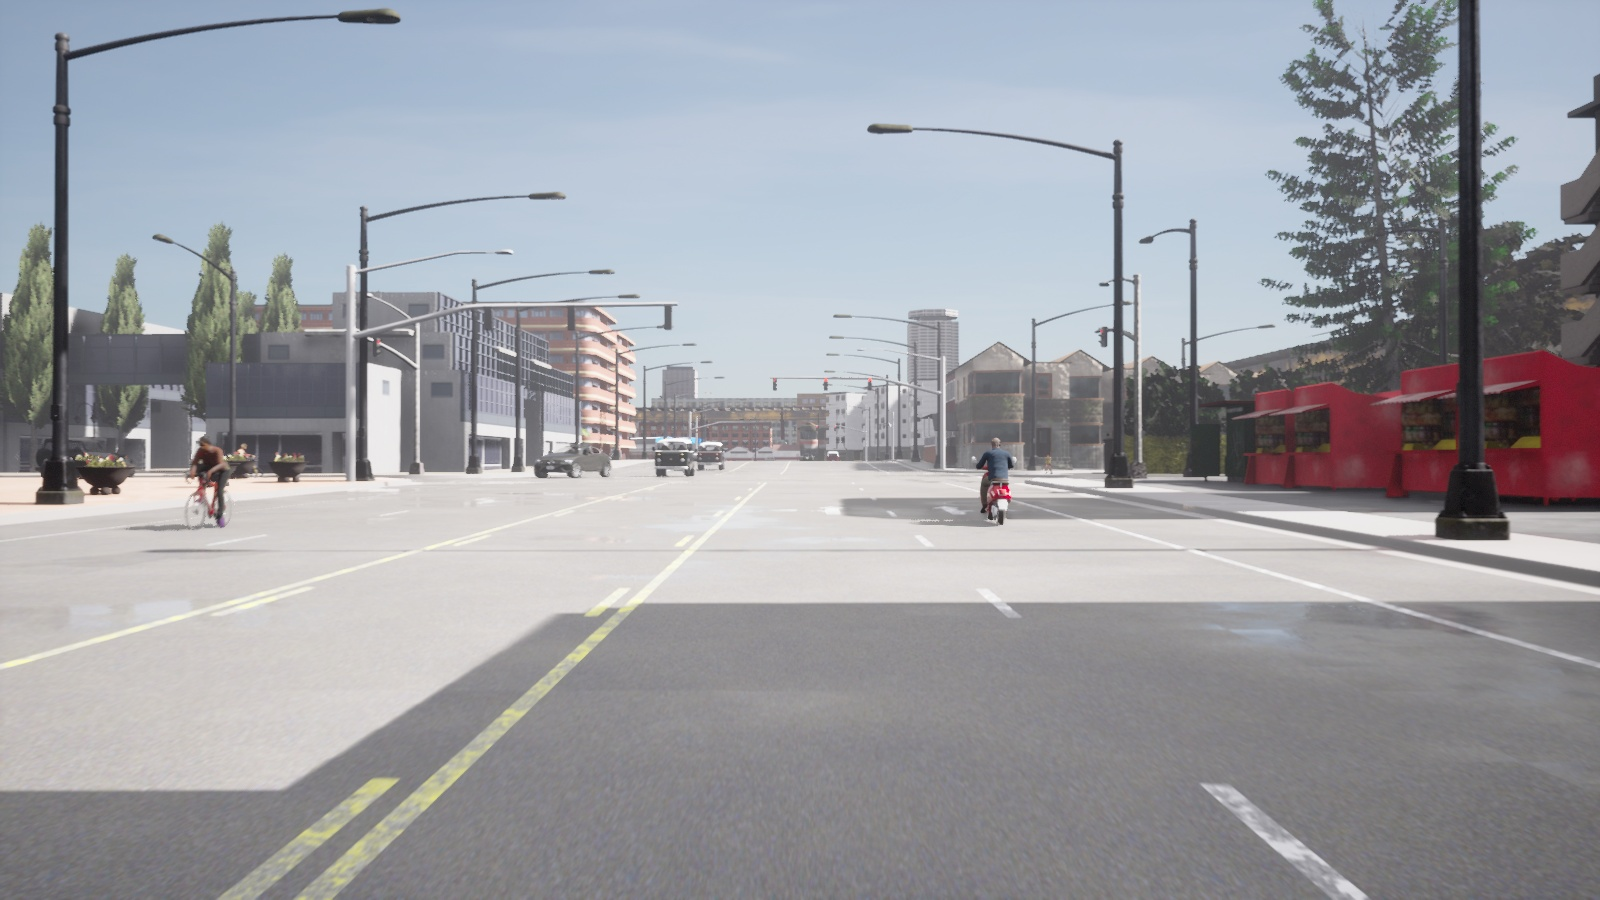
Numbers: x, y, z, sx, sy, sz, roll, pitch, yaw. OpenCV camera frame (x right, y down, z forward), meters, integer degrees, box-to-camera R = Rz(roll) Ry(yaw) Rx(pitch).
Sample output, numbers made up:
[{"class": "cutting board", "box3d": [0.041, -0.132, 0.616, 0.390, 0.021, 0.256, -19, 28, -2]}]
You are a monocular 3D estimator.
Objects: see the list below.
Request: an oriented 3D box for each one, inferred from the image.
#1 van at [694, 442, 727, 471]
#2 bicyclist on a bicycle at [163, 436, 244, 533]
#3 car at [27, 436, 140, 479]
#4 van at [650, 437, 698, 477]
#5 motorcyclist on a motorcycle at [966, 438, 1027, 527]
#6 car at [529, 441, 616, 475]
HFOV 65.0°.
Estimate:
[{"class": "van", "box3d": [-6.460, 0.438, 91.003, 2.069, 2.038, 4.480, 0, 0, 0]}, {"class": "bicyclist on a bicycle", "box3d": [-10.324, 0.571, 21.785, 0.582, 1.620, 1.656, 0, 1, 1]}, {"class": "car", "box3d": [-31.267, 0.331, 54.868, 3.866, 1.878, 1.905, 0, -1, 1]}, {"class": "van", "box3d": [-6.603, 0.384, 66.168, 2.069, 2.038, 4.480, 0, -1, 0]}, {"class": "motorcyclist on a motorcycle", "box3d": [3.651, 0.574, 23.441, 0.866, 1.590, 1.817, 0, 0, 0]}, {"class": "car", "box3d": [-11.296, 0.406, 62.659, 2.152, 1.651, 5.027, 0, 0, 18]}]
